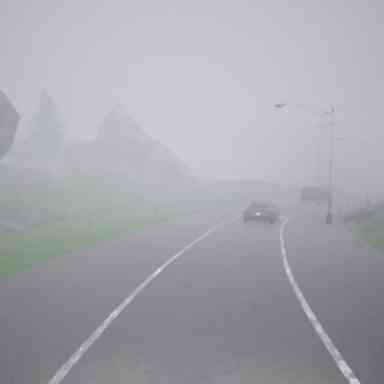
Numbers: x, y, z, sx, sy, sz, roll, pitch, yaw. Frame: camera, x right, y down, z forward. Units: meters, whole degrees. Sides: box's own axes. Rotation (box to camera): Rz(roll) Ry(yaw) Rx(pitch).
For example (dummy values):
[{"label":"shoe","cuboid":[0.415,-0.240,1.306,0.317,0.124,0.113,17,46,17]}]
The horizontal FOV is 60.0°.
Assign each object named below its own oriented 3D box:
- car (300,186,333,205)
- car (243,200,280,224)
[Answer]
[{"label":"car","cuboid":[14.512,0.323,38.562,2.150,2.045,5.566,4,4,41]},{"label":"car","cuboid":[4.675,1.242,21.997,1.994,1.385,4.181,2,2,20]}]
